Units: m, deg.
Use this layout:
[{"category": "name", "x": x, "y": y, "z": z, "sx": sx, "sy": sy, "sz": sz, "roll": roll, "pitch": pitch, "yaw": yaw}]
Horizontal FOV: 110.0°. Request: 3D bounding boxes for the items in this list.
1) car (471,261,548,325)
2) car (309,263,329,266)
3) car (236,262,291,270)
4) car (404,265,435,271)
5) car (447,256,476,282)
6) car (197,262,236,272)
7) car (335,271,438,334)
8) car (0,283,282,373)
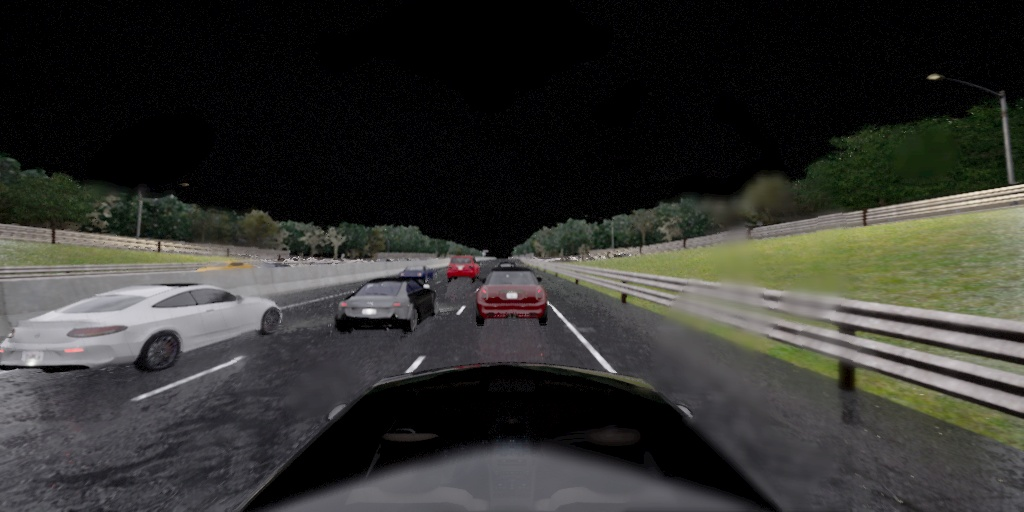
[{"category": "car", "x": -0.035, "y": 1.120, "z": 12.094, "sx": 2.097, "sy": 1.767, "sz": 4.553, "roll": 0, "pitch": 0, "yaw": -1}, {"category": "car", "x": -18.158, "y": 1.351, "z": 33.979, "sx": 1.994, "sy": 1.385, "sz": 4.181, "roll": 0, "pitch": 0, "yaw": -1}, {"category": "car", "x": -21.628, "y": 1.334, "z": 32.263, "sx": 2.033, "sy": 1.411, "sz": 5.357, "roll": 0, "pitch": 0, "yaw": -1}, {"category": "car", "x": -7.344, "y": 1.382, "z": 28.232, "sx": 1.895, "sy": 1.301, "sz": 4.718, "roll": 0, "pitch": 0, "yaw": -1}, {"category": "car", "x": -3.862, "y": 1.003, "z": 29.117, "sx": 2.150, "sy": 2.045, "sz": 5.566, "roll": 0, "pitch": 0, "yaw": -1}, {"category": "car", "x": -25.110, "y": 1.265, "z": 31.579, "sx": 1.882, "sy": 1.535, "sz": 5.008, "roll": 0, "pitch": 0, "yaw": -1}, {"category": "car", "x": -3.513, "y": 1.330, "z": 10.751, "sx": 1.994, "sy": 1.385, "sz": 4.181, "roll": 0, "pitch": 0, "yaw": -1}, {"category": "car", "x": -6.963, "y": 1.288, "z": 7.499, "sx": 1.812, "sy": 1.442, "sz": 4.674, "roll": 0, "pitch": 0, "yaw": -1}]
